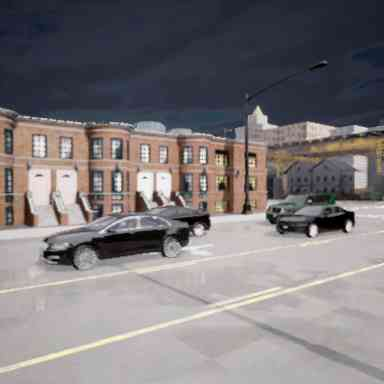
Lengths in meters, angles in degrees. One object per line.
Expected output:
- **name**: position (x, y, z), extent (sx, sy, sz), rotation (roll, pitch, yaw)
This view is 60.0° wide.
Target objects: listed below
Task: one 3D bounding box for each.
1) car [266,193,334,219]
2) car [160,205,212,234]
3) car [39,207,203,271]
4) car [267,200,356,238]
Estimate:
- **car**: position (7.402, 1.087, 22.133), extent (5.566, 2.045, 2.150), rotation (-1, 0, -35)
- **car**: position (-1.347, 1.420, 15.925), extent (5.008, 1.535, 1.882), rotation (-1, 0, -35)
- **car**: position (-2.312, 1.461, 10.940), extent (4.902, 1.511, 2.128), rotation (0, 0, -36)
- **car**: position (6.449, 1.369, 17.172), extent (5.008, 1.535, 1.882), rotation (-1, 0, -36)
